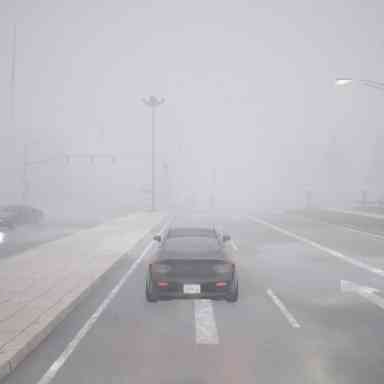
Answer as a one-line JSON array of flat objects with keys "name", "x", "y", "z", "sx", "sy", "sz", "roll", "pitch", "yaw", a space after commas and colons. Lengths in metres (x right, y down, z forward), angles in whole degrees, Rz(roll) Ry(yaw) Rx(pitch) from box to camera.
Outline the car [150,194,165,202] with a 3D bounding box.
[{"name": "car", "x": -8.242, "y": 1.353, "z": 79.259, "sx": 2.097, "sy": 1.767, "sz": 4.553, "roll": 0, "pitch": 0, "yaw": -1}]

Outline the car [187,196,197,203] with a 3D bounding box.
[{"name": "car", "x": 0.010, "y": 1.562, "z": 68.207, "sx": 1.994, "sy": 1.385, "sz": 4.181, "roll": 0, "pitch": 0, "yaw": -1}]

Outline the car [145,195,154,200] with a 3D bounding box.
[{"name": "car", "x": -11.976, "y": 1.550, "z": 94.437, "sx": 1.994, "sy": 1.385, "sz": 4.181, "roll": 0, "pitch": 0, "yaw": -1}]

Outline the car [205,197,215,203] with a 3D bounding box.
[{"name": "car", "x": 3.541, "y": 1.599, "z": 65.814, "sx": 1.895, "sy": 1.301, "sz": 4.718, "roll": 0, "pitch": 0, "yaw": -1}]

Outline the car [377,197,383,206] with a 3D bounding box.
[{"name": "car", "x": 32.101, "y": 1.524, "z": 51.886, "sx": 4.674, "sy": 1.442, "sz": 1.812, "roll": 0, "pitch": 0, "yaw": 0}]

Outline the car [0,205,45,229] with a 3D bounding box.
[{"name": "car", "x": -11.561, "y": 1.547, "z": 21.660, "sx": 2.033, "sy": 1.411, "sz": 5.357, "roll": 0, "pitch": 0, "yaw": 1}]

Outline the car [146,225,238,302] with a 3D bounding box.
[{"name": "car", "x": 0.000, "y": 1.525, "z": 8.106, "sx": 1.812, "sy": 1.442, "sz": 4.674, "roll": 0, "pitch": 0, "yaw": 0}]

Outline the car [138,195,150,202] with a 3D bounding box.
[{"name": "car", "x": -11.741, "y": 1.522, "z": 79.177, "sx": 1.812, "sy": 1.442, "sz": 4.674, "roll": 0, "pitch": 0, "yaw": -1}]

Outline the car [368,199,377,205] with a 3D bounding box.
[{"name": "car", "x": 31.683, "y": 1.562, "z": 55.374, "sx": 4.181, "sy": 1.385, "sz": 1.994, "roll": 0, "pitch": 0, "yaw": 0}]
